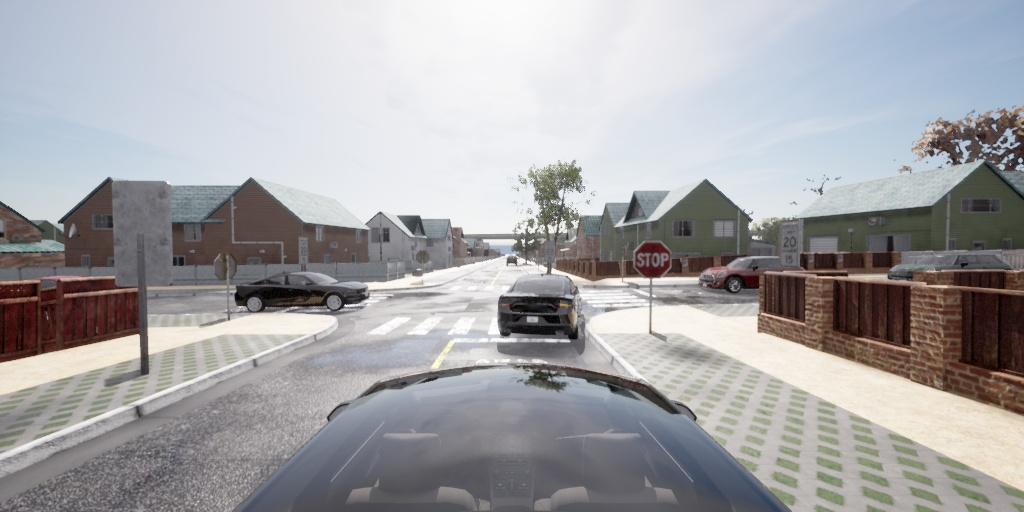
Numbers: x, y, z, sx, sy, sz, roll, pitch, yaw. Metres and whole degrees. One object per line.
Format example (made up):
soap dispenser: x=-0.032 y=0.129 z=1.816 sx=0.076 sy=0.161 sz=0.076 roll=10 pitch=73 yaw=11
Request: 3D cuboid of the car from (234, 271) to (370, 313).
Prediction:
car: x=-8.473 y=1.374 z=14.693 sx=5.008 sy=1.535 sz=1.882 roll=-1 pitch=2 yaw=0

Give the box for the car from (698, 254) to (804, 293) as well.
car: x=11.801 y=0.817 z=17.782 sx=4.553 sy=1.767 sz=2.097 roll=-1 pitch=2 yaw=0

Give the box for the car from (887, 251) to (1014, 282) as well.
car: x=21.696 y=0.643 z=17.857 sx=4.553 sy=1.767 sz=2.097 roll=-1 pitch=2 yaw=0

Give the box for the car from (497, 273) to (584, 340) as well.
car: x=0.955 y=1.223 z=10.169 sx=1.882 sy=1.535 sz=5.008 roll=0 pitch=0 yaw=12

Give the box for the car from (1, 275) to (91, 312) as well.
car: x=-18.025 y=1.544 z=14.627 sx=5.008 sy=1.535 sz=1.882 roll=-1 pitch=2 yaw=0
